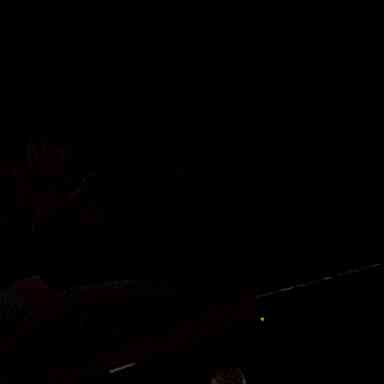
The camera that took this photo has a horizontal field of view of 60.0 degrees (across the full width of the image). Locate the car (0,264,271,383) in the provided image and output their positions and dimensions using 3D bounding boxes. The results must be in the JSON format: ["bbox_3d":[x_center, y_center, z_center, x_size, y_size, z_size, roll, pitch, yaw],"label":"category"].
[{"bbox_3d":[-1.252,1.522,3.099,4.674,1.442,1.812,0,0,-35],"label":"car"}]
